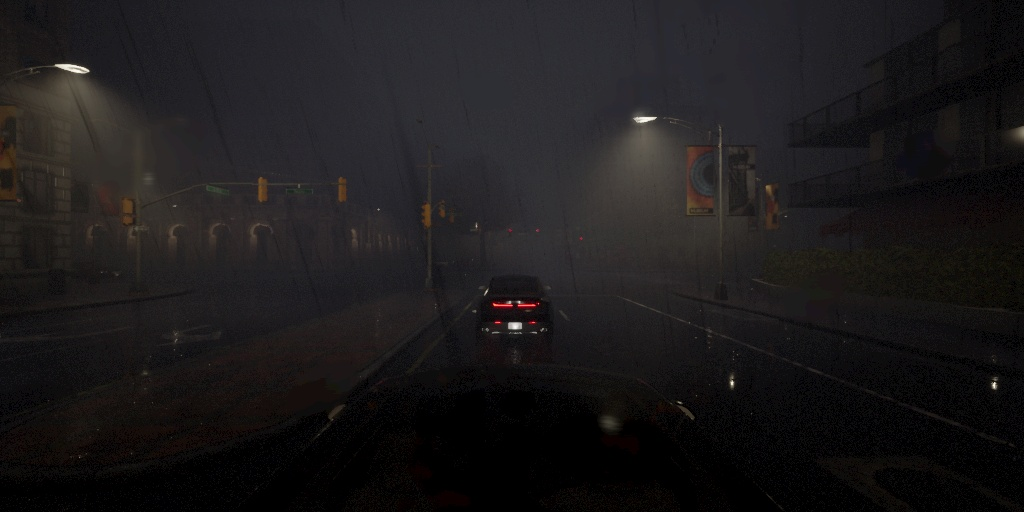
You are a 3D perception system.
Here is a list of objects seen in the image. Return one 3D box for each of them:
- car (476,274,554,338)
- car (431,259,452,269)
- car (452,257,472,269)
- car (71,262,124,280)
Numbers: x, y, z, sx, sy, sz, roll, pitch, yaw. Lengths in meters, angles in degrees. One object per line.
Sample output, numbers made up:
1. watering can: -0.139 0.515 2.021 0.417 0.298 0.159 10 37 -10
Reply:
1. car: 0.077 1.255 10.142 1.837 1.490 4.892 0 0 0
2. car: -11.541 1.276 58.564 1.812 1.442 4.674 0 0 0
3. car: -8.051 1.276 58.339 1.812 1.442 4.674 0 0 0
4. car: -33.899 1.241 28.542 4.902 1.511 2.128 0 0 0
